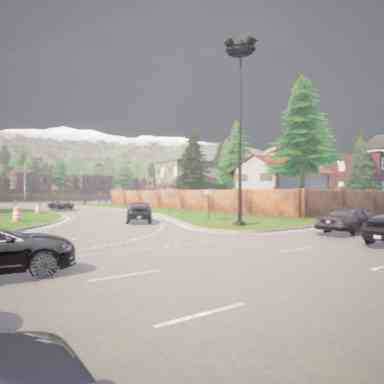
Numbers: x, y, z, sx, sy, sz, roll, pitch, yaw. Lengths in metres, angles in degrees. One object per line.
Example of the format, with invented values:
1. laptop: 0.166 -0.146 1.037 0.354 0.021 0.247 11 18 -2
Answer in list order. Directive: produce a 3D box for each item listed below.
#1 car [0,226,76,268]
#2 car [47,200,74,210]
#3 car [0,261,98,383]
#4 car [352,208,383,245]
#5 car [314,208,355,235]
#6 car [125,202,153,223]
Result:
1. car: -5.518 1.491 8.409 4.902 1.511 2.128 0 0 -36
2. car: -16.807 1.643 42.312 1.895 1.301 4.718 0 0 -42
3. car: -3.107 1.539 1.530 5.357 1.411 2.033 0 0 -36
4. car: 9.419 1.576 14.772 4.892 1.490 1.837 0 0 -36
5. car: 9.182 1.627 18.904 5.357 1.411 2.033 0 0 -36
6. car: -4.137 1.553 26.002 1.837 1.490 4.892 1 0 -10
